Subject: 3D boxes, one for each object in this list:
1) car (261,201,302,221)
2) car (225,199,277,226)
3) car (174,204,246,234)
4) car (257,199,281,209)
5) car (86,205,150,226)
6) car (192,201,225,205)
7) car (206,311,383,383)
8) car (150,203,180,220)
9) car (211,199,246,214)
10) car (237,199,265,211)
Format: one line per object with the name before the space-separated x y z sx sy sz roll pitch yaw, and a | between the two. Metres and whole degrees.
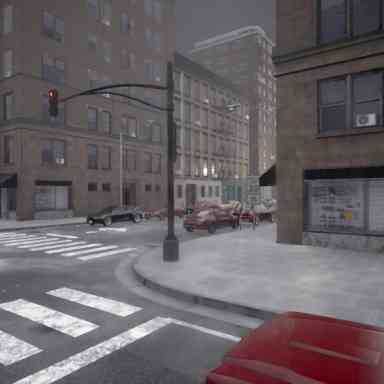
car | 7.668 1.495 28.010 1.752 1.417 4.829 0 0 36
car | 4.359 1.412 23.383 1.967 1.590 4.097 0 0 36
car | 1.149 1.555 18.893 1.802 1.307 4.206 0 0 36
car | 10.669 1.601 46.004 1.802 1.307 4.206 0 0 36
car | -5.380 1.590 23.560 1.947 1.339 4.313 0 0 36
car | 1.040 1.565 32.537 1.887 1.381 4.507 0 0 36
car | 2.351 1.601 2.013 4.718 1.301 1.895 0 0 36
car | -2.170 1.604 28.049 1.802 1.307 4.206 0 0 36
car | 4.150 1.544 36.888 1.752 1.417 4.829 0 0 36
car | 7.459 1.600 41.515 1.802 1.307 4.206 0 0 36
